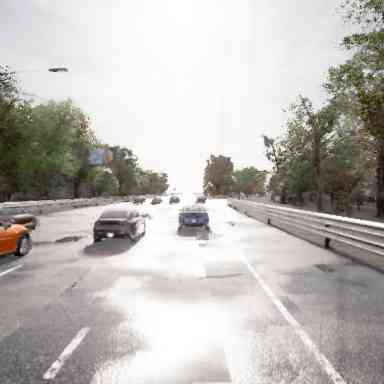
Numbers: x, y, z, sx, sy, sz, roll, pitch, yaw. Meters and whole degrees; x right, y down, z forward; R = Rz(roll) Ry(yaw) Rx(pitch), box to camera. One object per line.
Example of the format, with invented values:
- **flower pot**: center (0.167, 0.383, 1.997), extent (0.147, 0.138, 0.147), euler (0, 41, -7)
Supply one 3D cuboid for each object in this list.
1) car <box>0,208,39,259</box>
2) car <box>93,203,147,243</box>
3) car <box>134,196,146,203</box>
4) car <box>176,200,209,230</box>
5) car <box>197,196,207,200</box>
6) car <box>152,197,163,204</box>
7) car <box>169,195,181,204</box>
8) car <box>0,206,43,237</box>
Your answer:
- **car**: center (-6.901, 1.370, 10.266), extent (2.097, 1.767, 4.553), euler (0, 0, 0)
- **car**: center (-3.401, 1.535, 16.279), extent (1.837, 1.490, 4.892), euler (0, 0, 0)
- **car**: center (-10.409, 1.613, 67.004), extent (2.128, 1.511, 4.902), euler (0, 0, 0)
- **car**: center (0.098, 1.516, 21.563), extent (1.882, 1.535, 5.008), euler (0, 0, 0)
- **car**: center (1.986, 1.631, 68.749), extent (1.837, 1.490, 4.892), euler (0, 0, 6)
- **car**: center (-6.908, 1.684, 66.723), extent (1.994, 1.385, 4.181), euler (0, 0, 0)
- **car**: center (-3.408, 1.472, 66.865), extent (2.097, 1.767, 4.553), euler (0, 0, 0)
- **car**: center (-10.402, 1.598, 18.877), extent (1.994, 1.385, 4.181), euler (0, 0, 0)
